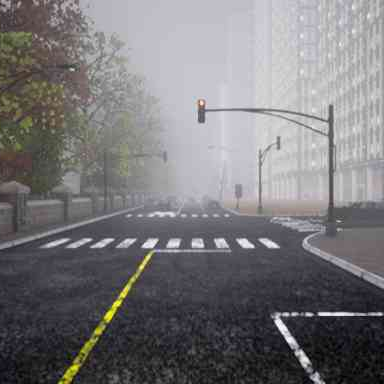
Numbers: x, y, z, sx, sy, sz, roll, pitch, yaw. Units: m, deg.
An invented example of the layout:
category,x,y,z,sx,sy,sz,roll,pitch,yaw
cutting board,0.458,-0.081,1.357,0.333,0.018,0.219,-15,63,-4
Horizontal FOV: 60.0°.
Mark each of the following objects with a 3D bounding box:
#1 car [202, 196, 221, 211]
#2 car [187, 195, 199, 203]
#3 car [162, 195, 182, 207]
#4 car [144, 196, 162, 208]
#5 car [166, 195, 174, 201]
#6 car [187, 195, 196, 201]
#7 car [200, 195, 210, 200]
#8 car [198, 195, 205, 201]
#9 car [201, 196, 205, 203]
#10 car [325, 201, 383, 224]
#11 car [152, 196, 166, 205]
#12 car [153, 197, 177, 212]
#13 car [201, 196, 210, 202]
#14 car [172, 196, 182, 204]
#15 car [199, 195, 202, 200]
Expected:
category,x,y,z,sx,sy,sz,roll,pitch,yaw
car,2.664,1.580,41.602,1.947,1.339,4.313,0,0,0
car,-0.045,1.566,69.303,1.812,1.442,4.674,0,0,0
car,-3.124,1.374,52.862,2.097,1.767,4.553,0,0,0
car,-5.719,1.600,47.229,1.802,1.307,4.206,0,0,0
car,-5.744,1.611,86.655,1.887,1.381,4.507,0,0,0
car,-0.050,1.469,78.886,2.033,1.411,5.357,0,0,0
car,2.657,1.588,52.867,1.947,1.339,4.313,0,0,0
car,2.632,1.626,92.293,2.008,1.369,4.403,0,0,0
car,2.661,1.583,47.234,1.947,1.339,4.313,0,0,0
car,11.741,1.316,22.001,5.357,1.411,2.033,-1,0,4
car,-5.726,1.468,58.494,1.967,1.590,4.097,0,0,0
car,-3.123,1.576,39.268,1.994,1.385,4.181,0,0,0
car,3.100,1.577,76.914,1.812,1.442,4.674,0,0,0
car,-3.053,1.563,67.820,1.812,1.442,4.674,0,0,0
car,3.069,1.394,69.884,2.097,1.767,4.553,0,0,0
